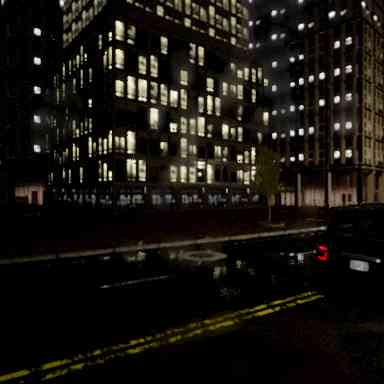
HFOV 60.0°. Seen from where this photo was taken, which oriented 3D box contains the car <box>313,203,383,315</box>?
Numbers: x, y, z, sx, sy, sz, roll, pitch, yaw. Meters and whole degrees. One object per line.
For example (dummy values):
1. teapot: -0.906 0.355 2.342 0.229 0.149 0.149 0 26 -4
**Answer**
1. car: 4.806 1.255 6.797 5.566 2.045 2.150 0 0 -36
